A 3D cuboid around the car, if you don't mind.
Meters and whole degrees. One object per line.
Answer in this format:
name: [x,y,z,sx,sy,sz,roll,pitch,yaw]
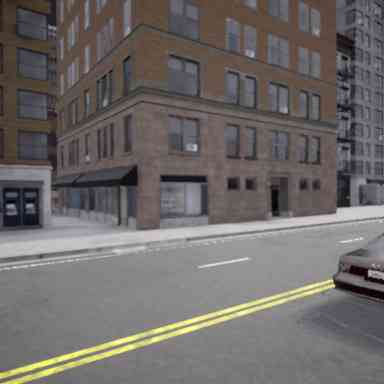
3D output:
car: [5.289,1.466,7.276,5.357,1.411,2.033,-1,0,-35]
